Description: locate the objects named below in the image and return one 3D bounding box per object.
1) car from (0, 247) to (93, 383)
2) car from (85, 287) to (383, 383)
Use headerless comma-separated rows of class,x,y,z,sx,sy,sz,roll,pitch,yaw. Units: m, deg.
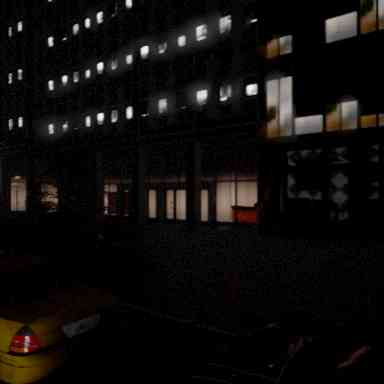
car,-3.139,1.567,5.309,4.829,1.417,1.752,-1,0,37
car,1.543,1.423,1.798,4.097,1.590,1.967,-1,0,37
